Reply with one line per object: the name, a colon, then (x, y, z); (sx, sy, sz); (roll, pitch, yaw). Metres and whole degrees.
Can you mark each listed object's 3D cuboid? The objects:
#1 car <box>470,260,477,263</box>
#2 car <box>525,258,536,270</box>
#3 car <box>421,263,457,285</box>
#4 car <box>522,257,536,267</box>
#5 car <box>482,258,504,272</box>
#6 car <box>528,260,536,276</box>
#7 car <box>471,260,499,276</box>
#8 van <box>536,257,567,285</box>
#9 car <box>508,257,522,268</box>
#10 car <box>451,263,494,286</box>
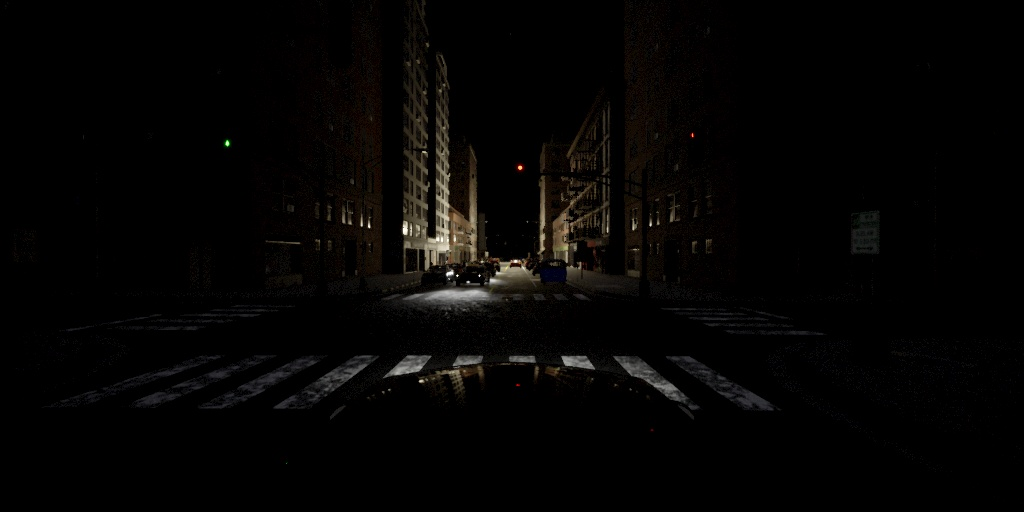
car: (-4.987, 1.269, 47.977); (1.751, 1.417, 4.829); (0, 0, 1)
car: (3.039, 1.325, 48.082); (1.802, 1.307, 4.207); (0, 0, 1)
car: (-5.185, 1.299, 25.419); (2.007, 1.370, 4.403); (0, 0, 1)
car: (3.089, 1.054, 53.764); (2.192, 1.841, 5.009); (0, 0, 1)
car: (-2.464, 1.309, 45.193); (1.994, 1.385, 4.181); (0, 0, 1)
car: (2.939, 1.329, 36.720); (1.802, 1.307, 4.207); (0, 0, 1)
car: (-2.558, 1.348, 35.139); (1.895, 1.301, 4.718); (0, 0, 0)
van: (2.840, 1.089, 25.358); (1.690, 1.789, 3.998); (0, 0, 1)
car: (0.602, 1.336, 59.039); (1.895, 1.301, 4.718); (0, 0, 1)
car: (-2.658, 1.349, 25.127); (1.895, 1.301, 4.718); (0, 0, 4)
